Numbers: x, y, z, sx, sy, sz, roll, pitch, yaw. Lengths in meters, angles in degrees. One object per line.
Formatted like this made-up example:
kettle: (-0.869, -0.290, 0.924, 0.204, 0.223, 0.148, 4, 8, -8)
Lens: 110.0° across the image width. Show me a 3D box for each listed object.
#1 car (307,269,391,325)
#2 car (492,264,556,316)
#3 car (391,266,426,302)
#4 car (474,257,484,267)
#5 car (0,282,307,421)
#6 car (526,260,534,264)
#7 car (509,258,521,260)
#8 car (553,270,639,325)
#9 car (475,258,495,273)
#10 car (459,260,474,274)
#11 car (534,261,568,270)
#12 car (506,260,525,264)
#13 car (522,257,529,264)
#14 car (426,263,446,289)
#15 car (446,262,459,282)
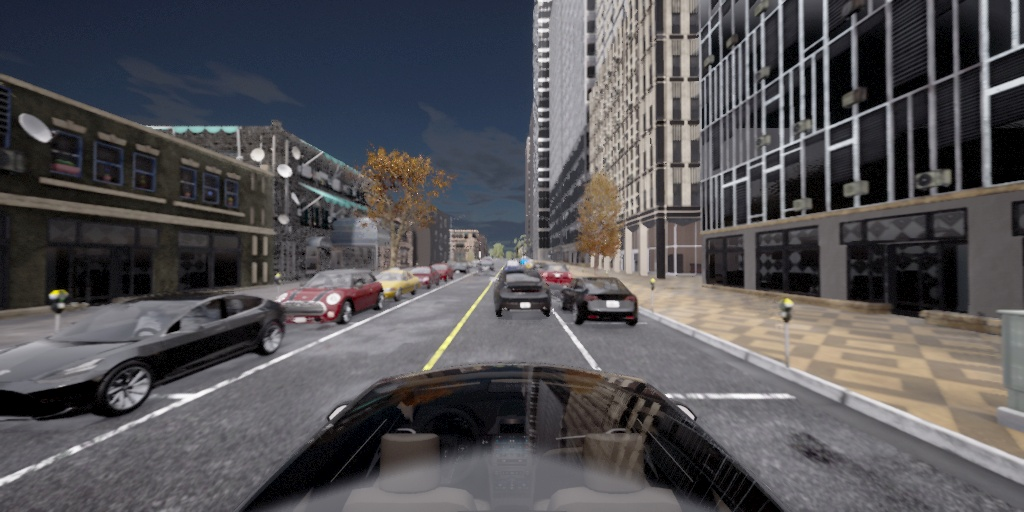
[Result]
car: (-5.689, 1.183, 11.632, 1.967, 1.591, 4.097, 0, 0, 0)
car: (0.276, 1.248, 13.384, 1.837, 1.490, 4.892, 0, 0, -3)
car: (-5.689, 1.266, 17.106, 1.751, 1.417, 4.829, 0, 0, 0)
car: (-5.688, 1.270, 56.784, 2.007, 1.370, 4.403, 0, 0, 0)
car: (-5.689, 1.313, 5.988, 1.948, 1.339, 4.313, 0, 0, 0)
car: (2.659, 1.297, 34.153, 1.948, 1.339, 4.313, 0, 0, 0)
car: (0.089, 1.244, 58.837, 1.812, 1.442, 4.674, 0, 0, 0)
car: (2.658, 1.309, 11.576, 1.948, 1.339, 4.313, 0, 0, 0)
car: (-3.053, 1.251, 43.872, 1.812, 1.442, 4.674, 0, 0, 0)
car: (-5.689, 1.294, 39.852, 1.948, 1.339, 4.313, 0, 0, 0)
car: (2.659, 1.176, 22.865, 1.967, 1.591, 4.097, 0, 0, 0)
car: (0.100, 1.330, 37.863, 1.895, 1.301, 4.718, 0, 0, 0)
car: (2.660, 1.248, 51.255, 1.751, 1.417, 4.829, 0, 0, 0)
car: (-5.689, 1.319, 22.920, 1.802, 1.307, 4.207, 0, 0, 0)
car: (-5.689, 1.279, 28.564, 1.888, 1.381, 4.507, 0, 0, 0)
